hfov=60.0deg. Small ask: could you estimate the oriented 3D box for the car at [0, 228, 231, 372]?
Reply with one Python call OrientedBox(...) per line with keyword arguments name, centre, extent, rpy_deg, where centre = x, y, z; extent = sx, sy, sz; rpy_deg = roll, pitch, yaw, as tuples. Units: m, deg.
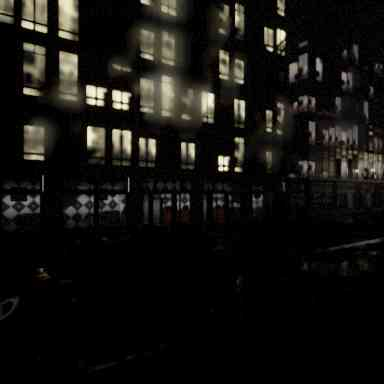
OrientedBox(name="car", centre=(-1.353, 1.435, 5.589), extent=(4.097, 1.590, 1.967), rpy_deg=(0, 0, -35))
